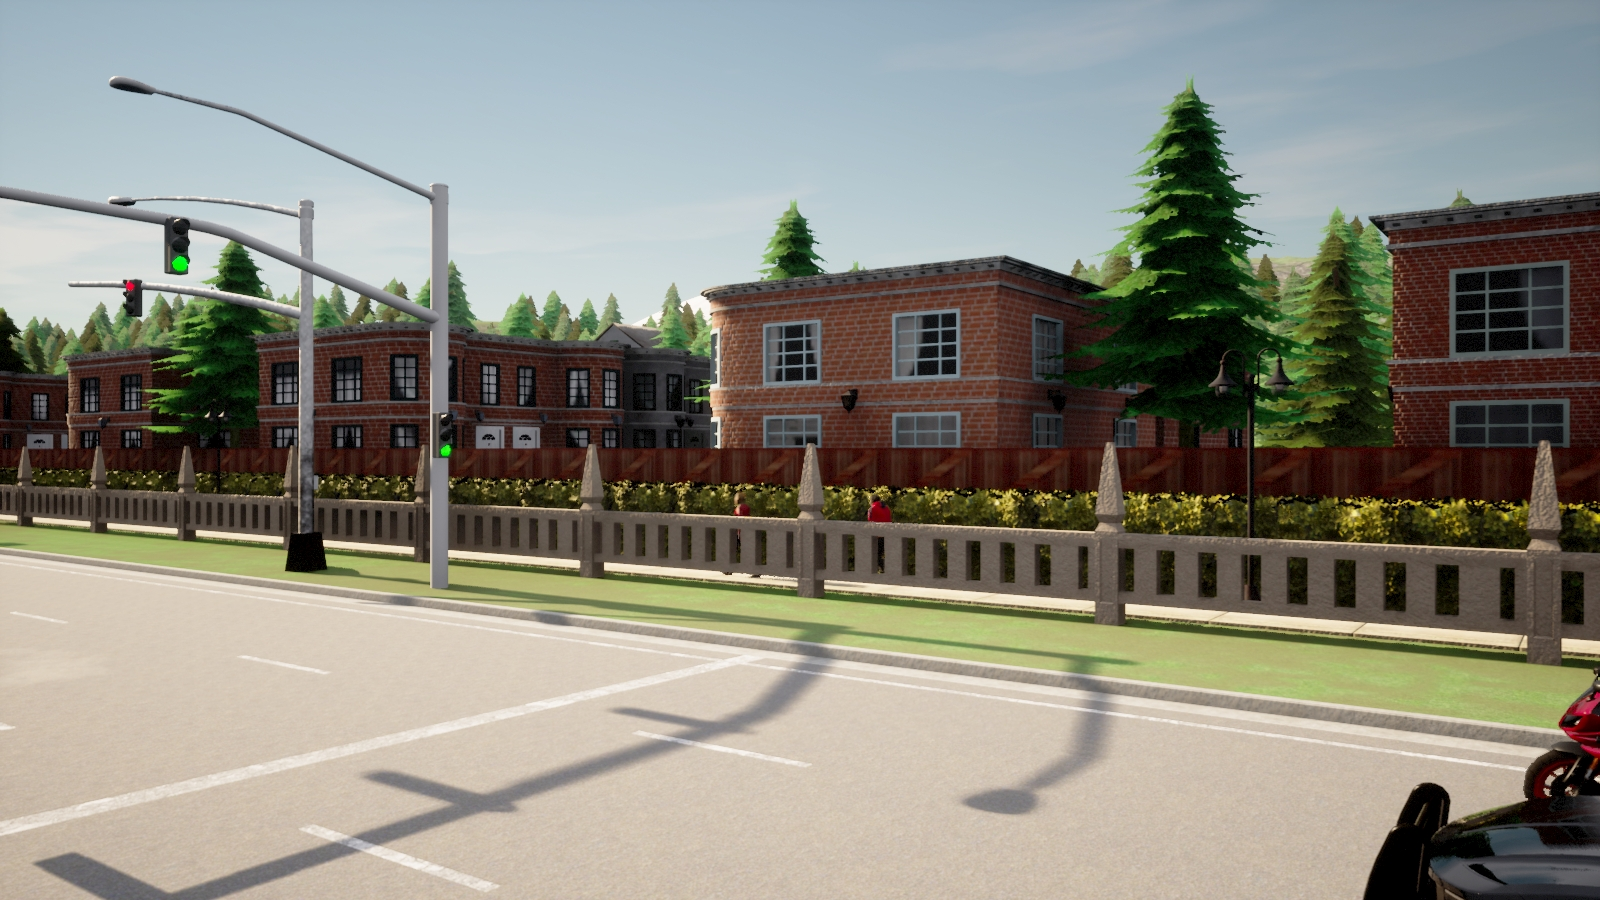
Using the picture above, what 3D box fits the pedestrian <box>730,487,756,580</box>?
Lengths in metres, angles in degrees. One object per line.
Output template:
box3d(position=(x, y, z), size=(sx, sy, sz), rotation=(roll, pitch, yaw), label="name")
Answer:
box3d(position=(-1.164, 1.702, 23.400), size=(0.375, 1.860, 0.375), rotation=(0, 0, 35), label="pedestrian")

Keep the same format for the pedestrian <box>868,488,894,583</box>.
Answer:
box3d(position=(1.616, 1.701, 22.915), size=(0.375, 1.860, 0.375), rotation=(0, 0, 38), label="pedestrian")

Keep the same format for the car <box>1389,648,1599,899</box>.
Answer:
box3d(position=(5.312, 1.982, 4.338), size=(5.238, 1.638, 2.097), rotation=(0, 0, 35), label="car")

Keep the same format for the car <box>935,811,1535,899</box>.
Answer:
box3d(position=(2.178, 2.066, 2.260), size=(4.193, 1.474, 1.816), rotation=(0, 0, 35), label="car")

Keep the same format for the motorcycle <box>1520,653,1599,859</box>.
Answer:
box3d(position=(6.315, 2.205, 7.908), size=(2.209, 1.251, 0.867), rotation=(0, 0, 35), label="motorcycle")
